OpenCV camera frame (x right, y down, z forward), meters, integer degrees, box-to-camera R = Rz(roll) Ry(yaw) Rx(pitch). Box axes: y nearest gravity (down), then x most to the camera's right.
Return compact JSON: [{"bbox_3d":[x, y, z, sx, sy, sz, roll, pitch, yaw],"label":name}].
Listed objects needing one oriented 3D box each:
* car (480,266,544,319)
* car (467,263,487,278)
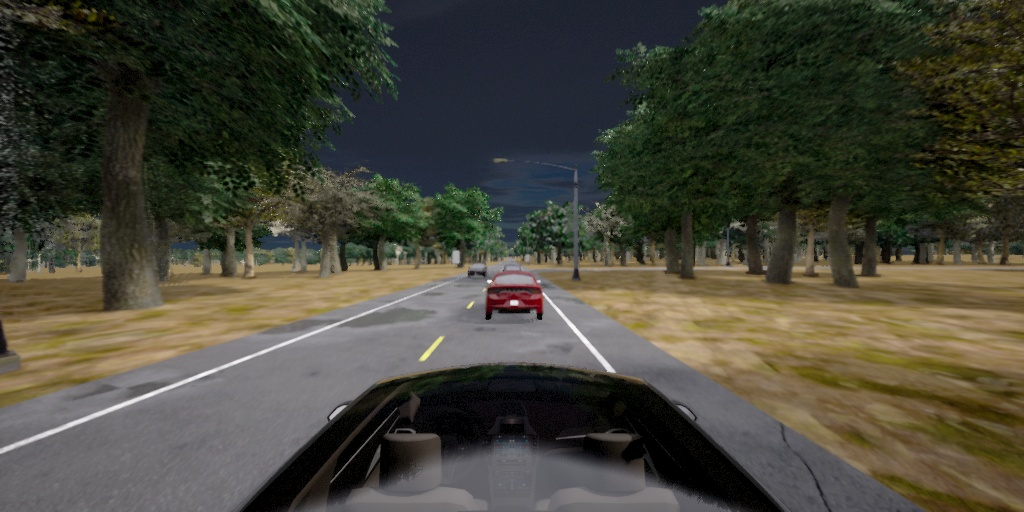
[{"bbox_3d":[0.075,1.290,13.187,1.882,1.535,5.008,0,-1,0],"label":"car"},{"bbox_3d":[-3.578,1.488,38.079,1.882,1.535,5.008,0,0,0],"label":"car"}]
